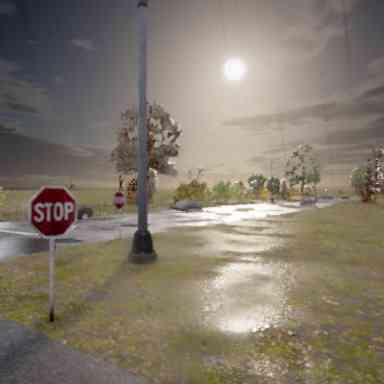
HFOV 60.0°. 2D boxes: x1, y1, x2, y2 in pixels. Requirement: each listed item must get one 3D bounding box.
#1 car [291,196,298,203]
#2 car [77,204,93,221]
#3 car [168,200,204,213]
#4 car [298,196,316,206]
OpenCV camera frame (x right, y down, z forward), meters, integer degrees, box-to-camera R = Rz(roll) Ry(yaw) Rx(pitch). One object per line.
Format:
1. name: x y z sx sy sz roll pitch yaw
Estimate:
1. car: 24.483 1.687 76.956 1.882 1.535 5.008 0 0 34
2. car: -9.972 1.573 25.549 1.882 1.535 5.008 0 1 34
3. car: -0.631 1.676 39.501 2.033 1.411 5.357 0 0 34
4. car: 21.204 1.548 60.469 2.097 1.767 4.553 0 0 28
